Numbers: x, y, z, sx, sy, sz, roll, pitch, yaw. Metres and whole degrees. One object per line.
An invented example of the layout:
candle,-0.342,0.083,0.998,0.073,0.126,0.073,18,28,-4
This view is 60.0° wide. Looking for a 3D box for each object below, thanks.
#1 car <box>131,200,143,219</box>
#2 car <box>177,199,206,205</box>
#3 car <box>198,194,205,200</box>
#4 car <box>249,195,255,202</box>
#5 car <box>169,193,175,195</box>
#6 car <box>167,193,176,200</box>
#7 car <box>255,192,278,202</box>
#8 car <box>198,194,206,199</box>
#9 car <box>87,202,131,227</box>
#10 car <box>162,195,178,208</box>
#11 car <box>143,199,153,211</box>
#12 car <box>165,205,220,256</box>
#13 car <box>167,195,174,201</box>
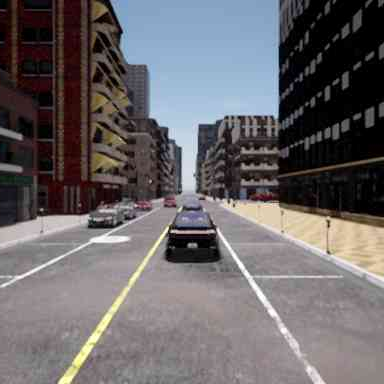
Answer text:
car,-5.701,1.546,28.074,2.008,1.369,4.403,0,0,0
car,0.038,1.560,28.303,1.994,1.385,4.181,0,0,0
car,2.658,1.460,94.385,1.967,1.590,4.097,0,0,0
car,14.536,1.012,69.338,5.009,1.841,2.192,-1,1,0
car,-5.718,1.578,83.015,1.947,1.339,4.313,0,0,0
car,-5.723,1.335,94.380,2.192,1.841,5.009,0,0,0
car,14.673,1.026,60.960,5.009,1.841,2.192,-1,1,0
car,2.660,1.456,88.702,1.967,1.590,4.097,0,0,0
car,-5.700,1.546,22.426,2.008,1.369,4.403,0,0,0
car,-3.066,1.522,48.167,1.812,1.442,4.674,0,0,0
car,-5.755,1.578,40.992,1.802,1.307,4.206,0,0,0
car,0.039,1.488,13.011,2.128,1.511,4.902,0,0,1
car,-5.720,1.541,88.528,1.752,1.417,4.829,0,0,0
